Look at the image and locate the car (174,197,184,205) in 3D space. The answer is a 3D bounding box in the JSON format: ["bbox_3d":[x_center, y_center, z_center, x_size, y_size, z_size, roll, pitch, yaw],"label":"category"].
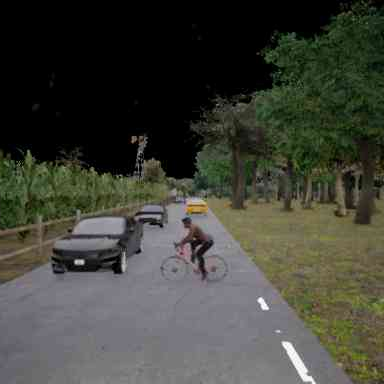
[{"bbox_3d":[-2.117,1.588,60.712,1.994,1.385,4.181,0,0,1],"label":"car"}]

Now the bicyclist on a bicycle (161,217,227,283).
[{"bbox_3d":[0.046,1.454,8.218,1.656,1.620,0.582,-1,0,1],"label":"bicyclist on a bicycle"}]

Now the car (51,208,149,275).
[{"bbox_3d":[-2.760,1.476,10.714,1.882,1.535,5.008,0,0,1],"label":"car"}]

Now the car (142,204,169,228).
[{"bbox_3d":[-2.615,1.545,22.486,2.033,1.411,5.357,0,0,1],"label":"car"}]

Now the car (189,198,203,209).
[{"bbox_3d":[0.611,1.613,47.803,1.895,1.301,4.718,0,0,1],"label":"car"}]

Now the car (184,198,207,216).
[{"bbox_3d":[0.441,1.479,32.884,1.882,1.535,5.008,0,0,1],"label":"car"}]
